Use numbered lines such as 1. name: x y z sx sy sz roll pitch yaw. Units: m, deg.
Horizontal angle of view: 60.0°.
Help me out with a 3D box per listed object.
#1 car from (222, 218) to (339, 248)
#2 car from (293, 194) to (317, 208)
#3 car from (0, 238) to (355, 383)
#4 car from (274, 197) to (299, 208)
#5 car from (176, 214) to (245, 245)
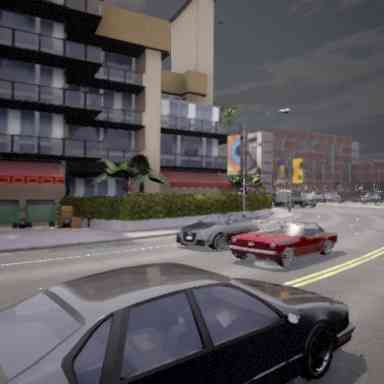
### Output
1. car: 3.415 1.703 11.925 4.718 1.301 1.895 1 -1 -45
2. car: 19.532 1.740 58.417 2.150 2.045 5.566 0 -1 -15
3. car: -0.280 1.571 3.694 5.357 1.411 2.033 1 -1 -39
4. car: 16.055 2.068 57.897 1.994 1.385 4.181 0 0 -17
5. car: 1.293 1.674 14.818 1.994 1.385 4.181 0 -1 45
